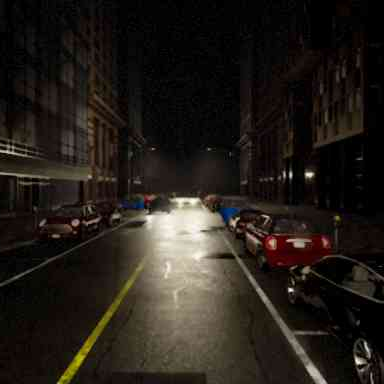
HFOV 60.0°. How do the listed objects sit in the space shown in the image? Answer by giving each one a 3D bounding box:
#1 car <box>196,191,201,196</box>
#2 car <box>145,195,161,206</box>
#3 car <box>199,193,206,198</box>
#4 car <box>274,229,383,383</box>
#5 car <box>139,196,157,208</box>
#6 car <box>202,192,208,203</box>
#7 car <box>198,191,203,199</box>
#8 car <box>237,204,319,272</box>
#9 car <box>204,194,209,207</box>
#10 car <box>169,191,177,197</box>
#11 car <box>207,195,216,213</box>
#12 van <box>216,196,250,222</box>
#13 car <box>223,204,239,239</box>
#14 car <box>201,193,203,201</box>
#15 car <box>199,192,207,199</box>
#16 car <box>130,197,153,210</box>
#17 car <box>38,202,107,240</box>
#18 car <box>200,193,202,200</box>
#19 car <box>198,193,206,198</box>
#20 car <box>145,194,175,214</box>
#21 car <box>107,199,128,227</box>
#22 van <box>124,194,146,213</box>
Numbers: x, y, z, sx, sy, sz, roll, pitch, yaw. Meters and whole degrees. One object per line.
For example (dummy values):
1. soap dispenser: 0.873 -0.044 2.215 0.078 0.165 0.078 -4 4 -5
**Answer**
1. car: 2.764 0.802 77.720 2.192 1.841 5.009 0 0 0
2. car: -5.762 1.197 49.536 1.752 1.417 4.829 0 0 0
3. car: 2.766 0.981 88.925 1.947 1.339 4.313 0 0 0
4. car: 2.760 1.532 4.900 1.947 1.339 4.313 0 0 0
5. car: -5.762 1.252 44.103 1.887 1.381 4.507 0 0 0
6. car: 2.762 1.147 44.111 1.967 1.590 4.097 0 0 0
7. car: 2.765 1.105 66.518 1.887 1.381 4.507 0 0 0
8. car: 2.760 1.370 10.501 1.967 1.590 4.097 0 0 0
9. car: 2.762 1.289 38.510 1.887 1.381 4.507 0 0 0
10. car: -5.759 0.960 88.920 1.887 1.381 4.507 0 0 0
11. car: 2.762 1.326 32.908 1.887 1.381 4.507 0 0 0
12. van: 2.761 1.196 21.703 1.690 1.788 3.998 0 0 0
13. car: 2.761 1.474 16.104 1.802 1.307 4.206 0 0 0
14. car: 2.763 1.195 49.883 1.752 1.417 4.829 0 0 0
15. car: 2.765 0.891 83.322 1.967 1.590 4.097 0 0 0
16. car: -5.763 1.289 38.502 1.887 1.381 4.507 0 0 0
17. car: -5.765 1.332 16.093 1.967 1.590 4.097 0 0 0
18. car: 2.764 1.215 55.315 1.802 1.307 4.206 0 0 0
19. car: 2.766 0.930 94.527 2.008 1.369 4.403 0 0 0
20. car: -2.998 1.264 32.039 1.882 1.535 5.008 0 0 0
21. car: -5.764 1.400 21.695 1.887 1.381 4.507 0 0 0
22. van: -5.764 1.122 32.899 1.690 1.788 3.998 0 0 0
